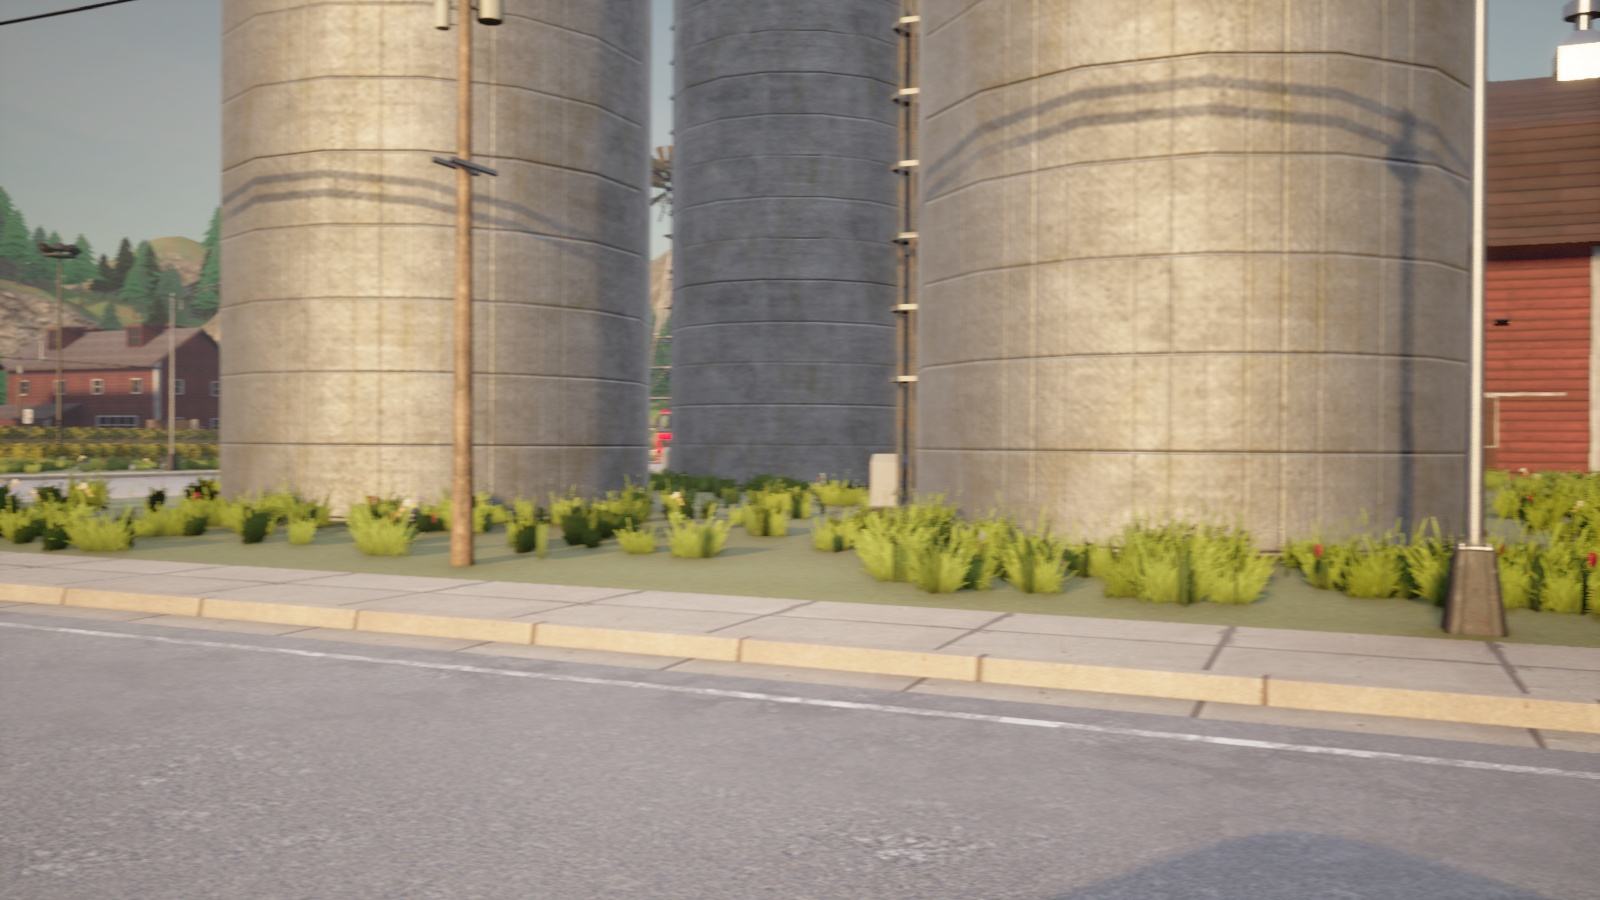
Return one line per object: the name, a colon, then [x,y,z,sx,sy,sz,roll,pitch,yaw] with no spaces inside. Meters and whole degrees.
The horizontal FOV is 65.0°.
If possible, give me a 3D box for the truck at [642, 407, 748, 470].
truck: [-6.018,-0.656,73.669,2.891,3.462,7.936,0,0,22]
